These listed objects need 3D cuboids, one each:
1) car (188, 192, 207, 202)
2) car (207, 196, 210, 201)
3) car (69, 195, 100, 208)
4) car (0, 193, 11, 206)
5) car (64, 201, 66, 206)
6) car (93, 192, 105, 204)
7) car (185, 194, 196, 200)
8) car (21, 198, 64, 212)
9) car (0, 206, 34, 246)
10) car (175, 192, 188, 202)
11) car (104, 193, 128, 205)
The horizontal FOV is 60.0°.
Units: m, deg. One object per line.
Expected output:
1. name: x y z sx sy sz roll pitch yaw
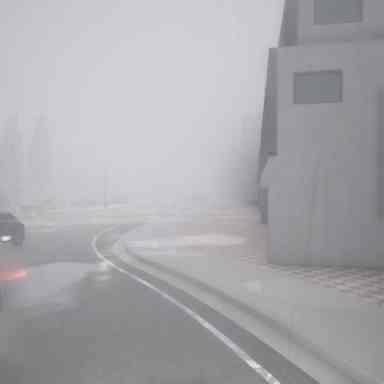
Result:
1. car: 1.312 1.106 71.466 2.150 2.045 5.566 0 0 10
2. car: 3.174 1.418 81.707 1.994 1.385 4.181 0 0 10
3. car: -15.080 1.512 46.306 1.895 1.301 4.718 0 0 10
4. car: -21.301 1.150 34.020 2.150 2.045 5.566 0 0 15
5. car: -18.970 1.512 44.533 1.895 1.301 4.718 0 0 10
6. car: -16.361 1.109 58.635 2.150 2.045 5.566 0 0 11
7. car: -0.337 1.219 81.962 1.812 1.442 4.674 0 0 10
8. car: -16.858 1.403 37.136 1.882 1.535 5.008 0 0 12
9. car: -8.807 1.475 13.989 4.892 1.490 1.837 0 0 40
10. car: -2.130 1.095 72.151 2.150 2.045 5.566 0 0 10
11. car: -12.851 1.383 58.352 2.128 1.511 4.902 0 0 11
